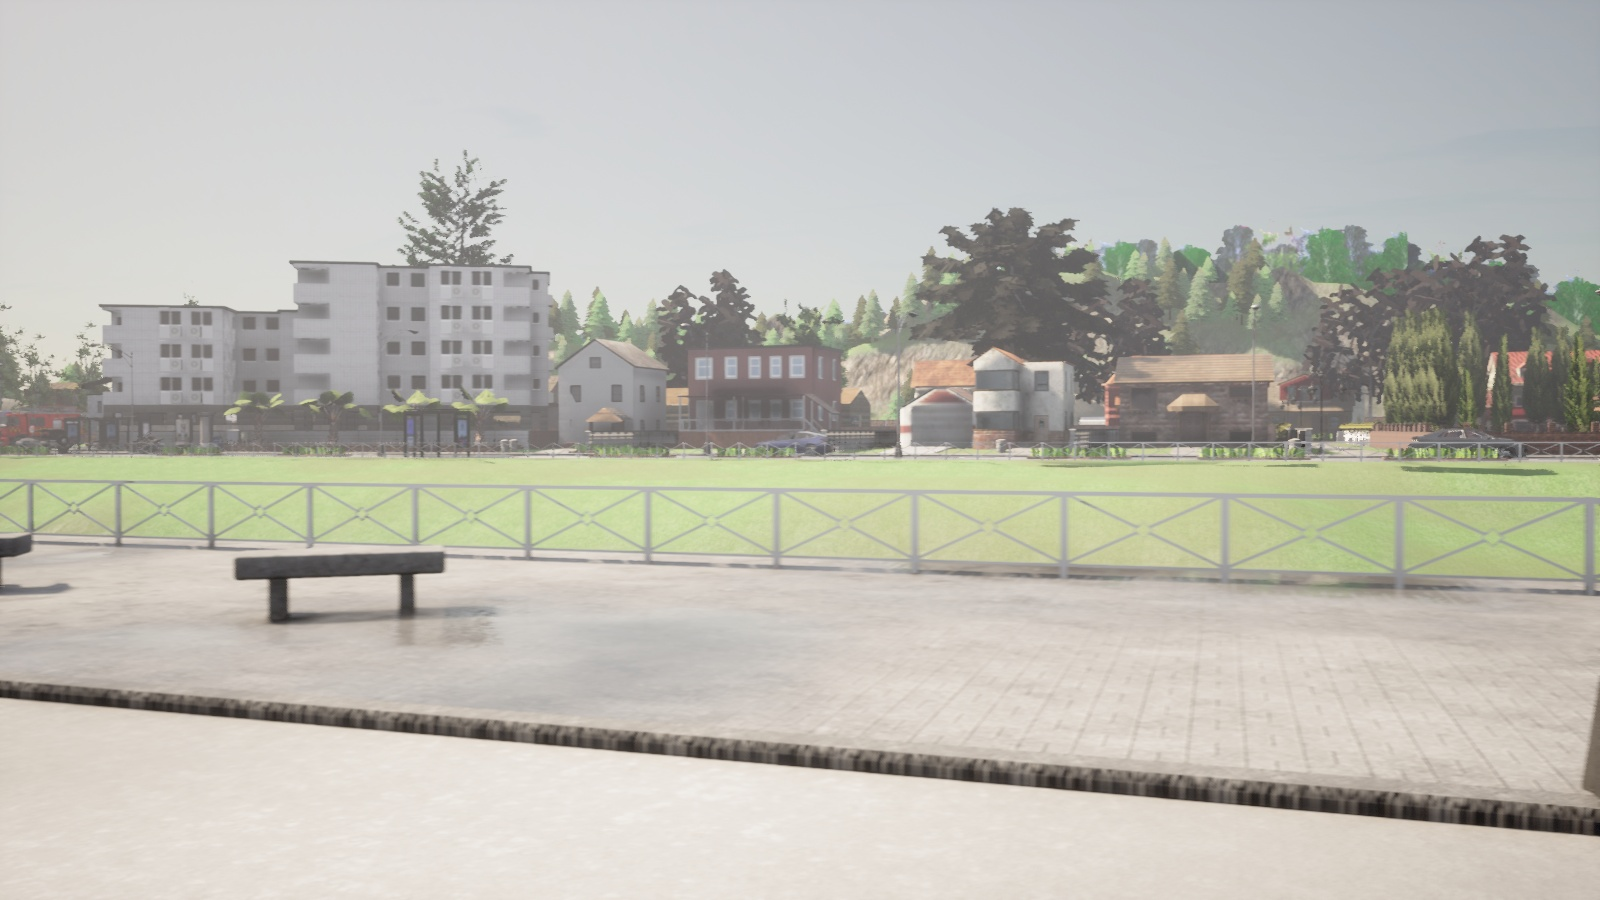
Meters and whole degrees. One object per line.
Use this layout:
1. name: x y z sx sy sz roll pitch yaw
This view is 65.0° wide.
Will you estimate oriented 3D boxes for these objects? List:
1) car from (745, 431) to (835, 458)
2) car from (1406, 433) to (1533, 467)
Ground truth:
1. car: -0.564 -0.348 73.219 4.792 1.488 2.163 1 1 19
2. car: 31.029 -0.035 58.361 4.902 1.511 2.128 1 1 19
